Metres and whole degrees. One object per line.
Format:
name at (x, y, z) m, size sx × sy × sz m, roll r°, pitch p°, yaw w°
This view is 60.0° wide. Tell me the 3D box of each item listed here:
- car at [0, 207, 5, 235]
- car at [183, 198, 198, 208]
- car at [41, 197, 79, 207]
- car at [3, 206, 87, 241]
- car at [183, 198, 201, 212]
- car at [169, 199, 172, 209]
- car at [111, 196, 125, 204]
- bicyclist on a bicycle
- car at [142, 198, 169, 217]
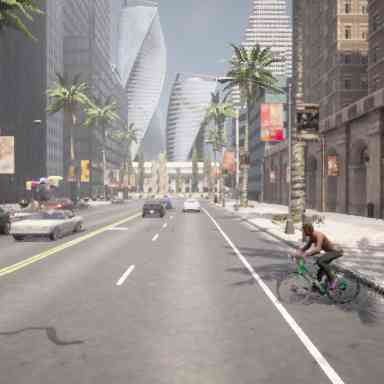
car at (-10.622, 1.351, 15.699) m, size 2.097 × 1.767 × 4.553 m, roll 0°, pitch 0°, yaw 0°
car at (-0.211, 1.563, 47.996) m, size 1.994 × 1.385 × 4.181 m, roll 0°, pitch 0°, yaw -1°
car at (-13.723, 1.354, 34.162) m, size 2.185 × 1.767 × 4.553 m, roll 0°, pitch 0°, yaw -1°
car at (-7.118, 1.601, 16.775) m, size 1.895 × 1.301 × 4.718 m, roll 0°, pitch 0°, yaw 0°
car at (-0.083, 1.525, 38.148) m, size 1.812 × 1.442 × 4.674 m, roll 0°, pitch 0°, yaw 0°
car at (-3.667, 1.525, 44.874) m, size 1.812 × 1.442 × 4.674 m, roll 0°, pitch 0°, yaw -1°
car at (-14.103, 1.480, 63.534) m, size 2.231 × 1.521 × 4.892 m, roll 0°, pitch 0°, yaw -1°
bicyclist on a bicycle at (2.477, 1.429, 6.574) m, size 1.656 × 1.620 × 0.582 m, roll -2°, pitch 0°, yaw 0°
car at (-3.504, 1.499, 31.222) m, size 1.837 × 1.490 × 4.892 m, roll 0°, pitch -2°, yaw -1°
